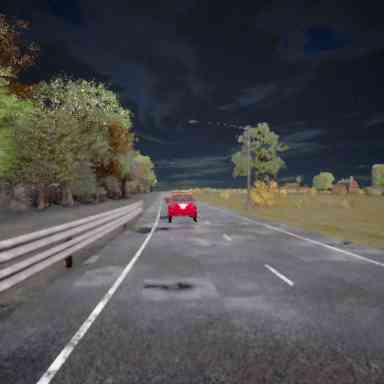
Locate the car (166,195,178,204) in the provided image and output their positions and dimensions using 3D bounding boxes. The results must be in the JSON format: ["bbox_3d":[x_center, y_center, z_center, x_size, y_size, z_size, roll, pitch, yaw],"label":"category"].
[{"bbox_3d":[-3.546,1.303,58.579,1.882,1.535,5.008,0,0,-5],"label":"car"}]

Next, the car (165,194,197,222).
[{"bbox_3d":[-0.821,1.146,26.051,2.150,2.045,5.566,0,0,-4],"label":"car"}]

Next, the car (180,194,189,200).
[{"bbox_3d":[-1.867,1.171,79.016,1.895,1.301,4.718,0,0,-5],"label":"car"}]

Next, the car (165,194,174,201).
[{"bbox_3d":[-5.385,1.308,79.091,1.994,1.385,4.181,0,0,-5],"label":"car"}]

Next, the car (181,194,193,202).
[{"bbox_3d":[-0.982,1.294,68.600,2.128,1.511,4.902,0,0,-5],"label":"car"}]
